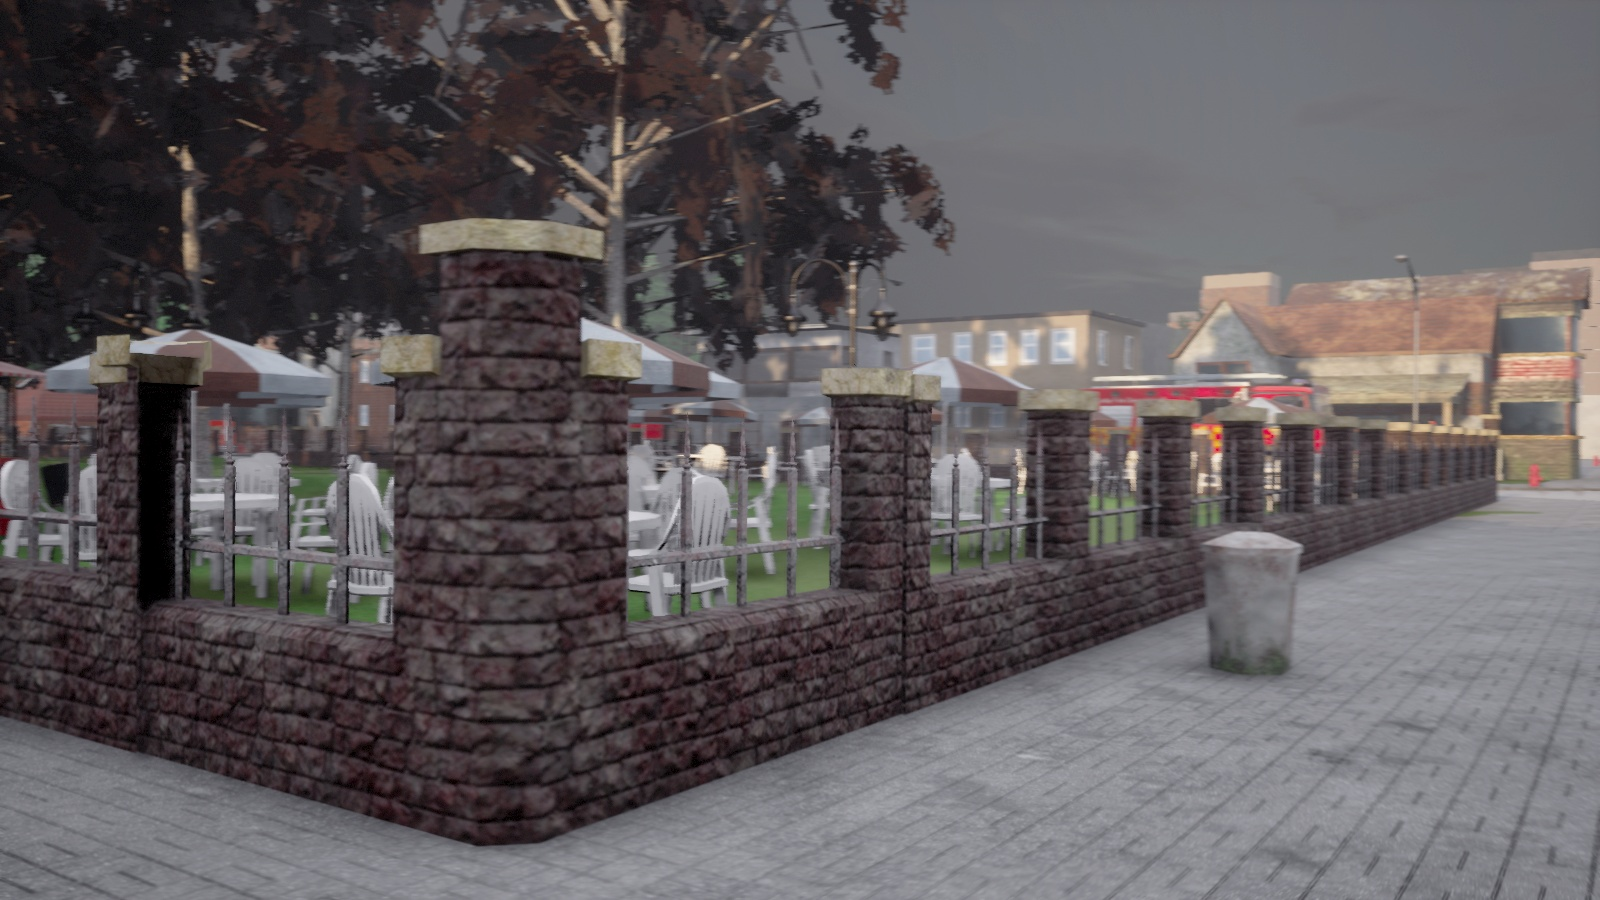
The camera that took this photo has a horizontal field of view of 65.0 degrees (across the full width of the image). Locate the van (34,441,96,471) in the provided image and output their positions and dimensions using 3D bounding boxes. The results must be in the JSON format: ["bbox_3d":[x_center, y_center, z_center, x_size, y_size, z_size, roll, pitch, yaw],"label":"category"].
[{"bbox_3d":[-49.692,0.418,84.867,4.442,1.987,1.775,0,1,33],"label":"van"}]

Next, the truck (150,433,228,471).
[{"bbox_3d":[-40.661,0.087,83.537,5.204,2.467,2.627,1,1,37],"label":"truck"}]

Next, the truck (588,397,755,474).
[{"bbox_3d":[-6.256,-0.653,60.457,7.936,3.462,2.891,0,1,34],"label":"truck"}]

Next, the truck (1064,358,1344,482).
[{"bbox_3d":[13.494,-0.925,42.329,8.468,3.827,2.891,0,1,33],"label":"truck"}]
